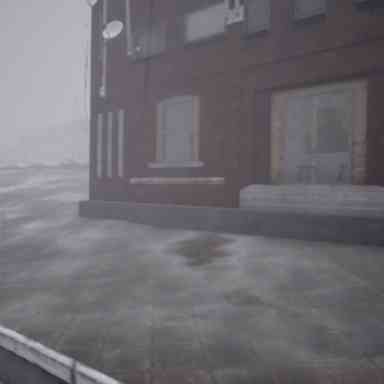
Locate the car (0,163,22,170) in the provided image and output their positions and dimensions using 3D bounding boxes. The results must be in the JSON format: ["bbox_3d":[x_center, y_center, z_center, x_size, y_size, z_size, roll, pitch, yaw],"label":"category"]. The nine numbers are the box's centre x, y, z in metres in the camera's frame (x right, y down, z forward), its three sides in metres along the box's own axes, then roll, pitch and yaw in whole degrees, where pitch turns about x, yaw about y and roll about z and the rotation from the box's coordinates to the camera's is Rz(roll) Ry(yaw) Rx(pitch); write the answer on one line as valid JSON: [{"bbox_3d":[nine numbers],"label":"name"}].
[{"bbox_3d":[-24.598,-3.423,46.869,4.674,1.452,2.002,1,1,28],"label":"car"}]

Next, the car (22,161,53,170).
[{"bbox_3d":[-19.765,-3.362,44.412,4.892,1.521,2.231,1,1,27],"label":"car"}]

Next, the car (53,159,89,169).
[{"bbox_3d":[-14.684,-3.365,41.972,4.553,1.767,2.185,1,1,26],"label":"car"}]
